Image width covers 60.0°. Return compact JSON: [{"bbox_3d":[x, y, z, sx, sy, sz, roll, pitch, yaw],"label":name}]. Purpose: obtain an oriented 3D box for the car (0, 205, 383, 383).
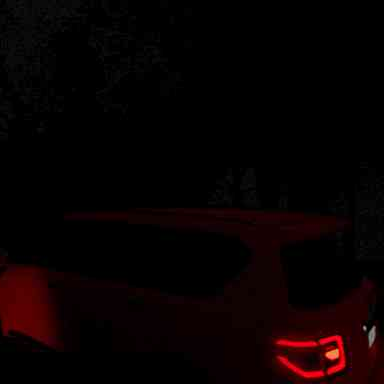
[{"bbox_3d":[-0.733,1.190,4.244,5.566,2.045,2.150,1,1,36],"label":"car"}]
